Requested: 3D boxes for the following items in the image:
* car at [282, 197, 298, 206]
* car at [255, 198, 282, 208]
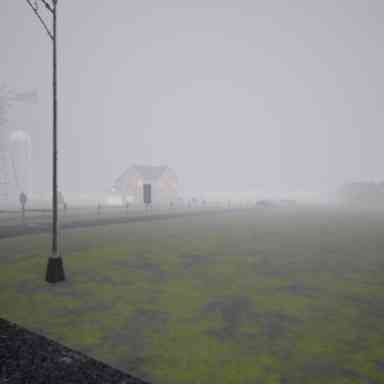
[{"bbox_3d":[17.269,1.680,59.106,1.882,1.535,5.008,-1,-1,35],"label":"car"},{"bbox_3d":[11.344,1.667,50.669,2.128,1.511,4.902,-1,-1,36],"label":"car"}]
